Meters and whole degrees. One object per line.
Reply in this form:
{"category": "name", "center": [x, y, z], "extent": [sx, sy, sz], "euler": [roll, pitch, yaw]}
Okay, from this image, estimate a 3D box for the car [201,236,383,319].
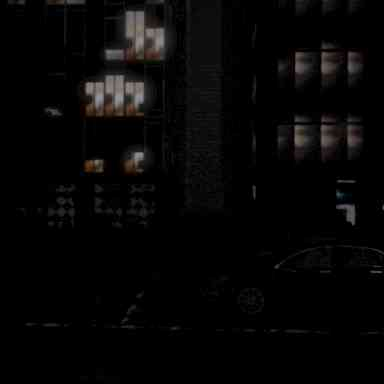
{"category": "car", "center": [2.385, 1.572, 6.576], "extent": [4.403, 1.369, 2.008], "euler": [1, 0, 2]}
